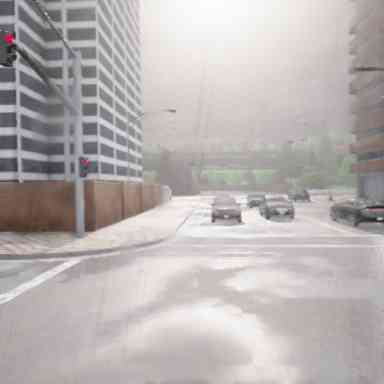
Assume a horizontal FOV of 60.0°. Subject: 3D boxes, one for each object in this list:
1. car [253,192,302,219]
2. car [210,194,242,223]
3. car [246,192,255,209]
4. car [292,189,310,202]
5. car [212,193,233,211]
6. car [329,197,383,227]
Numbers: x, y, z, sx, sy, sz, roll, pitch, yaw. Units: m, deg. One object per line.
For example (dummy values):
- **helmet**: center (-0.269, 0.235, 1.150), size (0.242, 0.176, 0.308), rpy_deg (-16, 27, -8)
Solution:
- **car**: center (5.779, 0.991, 23.179), size (2.128, 1.511, 4.902), rpy_deg (-1, 1, 4)
- **car**: center (2.169, 1.102, 21.611), size (1.812, 1.442, 4.674), rpy_deg (-1, 1, 4)
- **car**: center (6.437, 0.818, 33.094), size (1.837, 1.490, 4.892), rpy_deg (-1, 1, 4)
- **car**: center (14.195, 0.358, 44.426), size (2.097, 1.767, 4.553), rpy_deg (-1, 1, 4)
- **car**: center (2.822, 0.916, 31.500), size (1.812, 1.442, 4.674), rpy_deg (-1, 1, 4)
- **car**: center (9.178, 1.031, 18.385), size (2.128, 1.511, 4.902), rpy_deg (-1, 1, 4)
